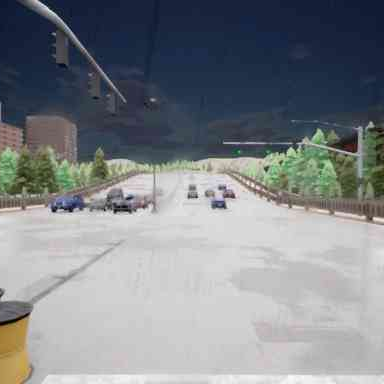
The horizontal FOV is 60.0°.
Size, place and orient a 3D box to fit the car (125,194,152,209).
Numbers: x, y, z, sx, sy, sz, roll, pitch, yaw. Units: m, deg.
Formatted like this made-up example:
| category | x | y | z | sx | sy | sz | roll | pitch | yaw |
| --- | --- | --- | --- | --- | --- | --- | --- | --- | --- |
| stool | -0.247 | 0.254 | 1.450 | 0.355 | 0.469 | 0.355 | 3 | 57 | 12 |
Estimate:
| category | x | y | z | sx | sy | sz | roll | pitch | yaw |
| --- | --- | --- | --- | --- | --- | --- | --- | --- | --- |
| car | -7.100 | 1.330 | 44.561 | 2.097 | 1.767 | 4.553 | 0 | 1 | 0 |

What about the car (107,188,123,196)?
| category | x | y | z | sx | sy | sz | roll | pitch | yaw |
| --- | --- | --- | --- | --- | --- | --- | --- | --- | --- |
| car | -14.028 | 0.424 | 60.853 | 2.150 | 2.045 | 5.566 | 0 | 5 | 1 |

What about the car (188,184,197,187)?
| category | x | y | z | sx | sy | sz | roll | pitch | yaw |
| --- | --- | --- | --- | --- | --- | --- | --- | --- | --- |
| car | 0.113 | -1.213 | 78.173 | 2.033 | 1.411 | 5.357 | 0 | 7 | 0 |

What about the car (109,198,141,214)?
| category | x | y | z | sx | sy | sz | roll | pitch | yaw |
| --- | --- | --- | --- | --- | --- | --- | --- | --- | --- |
| car | -7.106 | 1.602 | 35.752 | 1.895 | 1.301 | 4.718 | 0 | 0 | 0 |

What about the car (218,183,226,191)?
| category | x | y | z | sx | sy | sz | roll | pitch | yaw |
| --- | --- | --- | --- | --- | --- | --- | --- | --- | --- |
| car | 7.113 | -1.275 | 78.129 | 1.882 | 1.535 | 5.008 | 0 | 7 | 0 |

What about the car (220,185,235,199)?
| category | x | y | z | sx | sy | sz | roll | pitch | yaw |
| --- | --- | --- | --- | --- | --- | --- | --- | --- | --- |
| car | 7.145 | 0.205 | 64.664 | 2.097 | 1.767 | 4.553 | 0 | 6 | 0 |

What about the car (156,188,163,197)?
| category | x | y | z | sx | sy | sz | roll | pitch | yaw |
| --- | --- | --- | --- | --- | --- | --- | --- | --- | --- |
| car | -6.948 | 0.002 | 67.970 | 2.128 | 1.511 | 4.902 | 0 | 7 | 1 |

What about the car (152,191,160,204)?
| category | x | y | z | sx | sy | sz | roll | pitch | yaw |
| --- | --- | --- | --- | --- | --- | --- | --- | --- | --- |
| car | -7.085 | 1.107 | 54.935 | 2.128 | 1.511 | 4.902 | 0 | 3 | 0 |

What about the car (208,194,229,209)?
| category | x | y | z | sx | sy | sz | roll | pitch | yaw |
| --- | --- | --- | --- | --- | --- | --- | --- | --- | --- |
| car | 3.582 | 1.444 | 45.555 | 1.882 | 1.535 | 5.008 | 0 | 1 | 0 |

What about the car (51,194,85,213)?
| category | x | y | z | sx | sy | sz | roll | pitch | yaw |
| --- | --- | --- | --- | --- | --- | --- | --- | --- | --- |
| car | -14.106 | 1.223 | 38.044 | 2.150 | 2.045 | 5.566 | 0 | 0 | 0 |

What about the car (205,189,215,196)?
| category | x | y | z | sx | sy | sz | roll | pitch | yaw |
| --- | --- | --- | --- | --- | --- | --- | --- | --- | --- |
| car | 3.662 | 0.053 | 68.151 | 1.994 | 1.385 | 4.181 | 0 | 6 | 0 |

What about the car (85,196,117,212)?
| category | x | y | z | sx | sy | sz | roll | pitch | yaw |
| --- | --- | --- | --- | --- | --- | --- | --- | --- | --- |
| car | -10.596 | 1.503 | 39.102 | 1.837 | 1.490 | 4.892 | 0 | 0 | 0 |

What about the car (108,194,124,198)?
| category | x | y | z | sx | sy | sz | roll | pitch | yaw |
| --- | --- | --- | --- | --- | --- | --- | --- | --- | --- |
| car | -10.600 | 1.472 | 47.996 | 1.994 | 1.385 | 4.181 | 0 | 2 | -1 |

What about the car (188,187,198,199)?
| category | x | y | z | sx | sy | sz | roll | pitch | yaw |
| --- | --- | --- | --- | --- | --- | --- | --- | --- | --- |
| car | 0.145 | 0.427 | 64.596 | 1.994 | 1.385 | 4.181 | 0 | 6 | 0 |
